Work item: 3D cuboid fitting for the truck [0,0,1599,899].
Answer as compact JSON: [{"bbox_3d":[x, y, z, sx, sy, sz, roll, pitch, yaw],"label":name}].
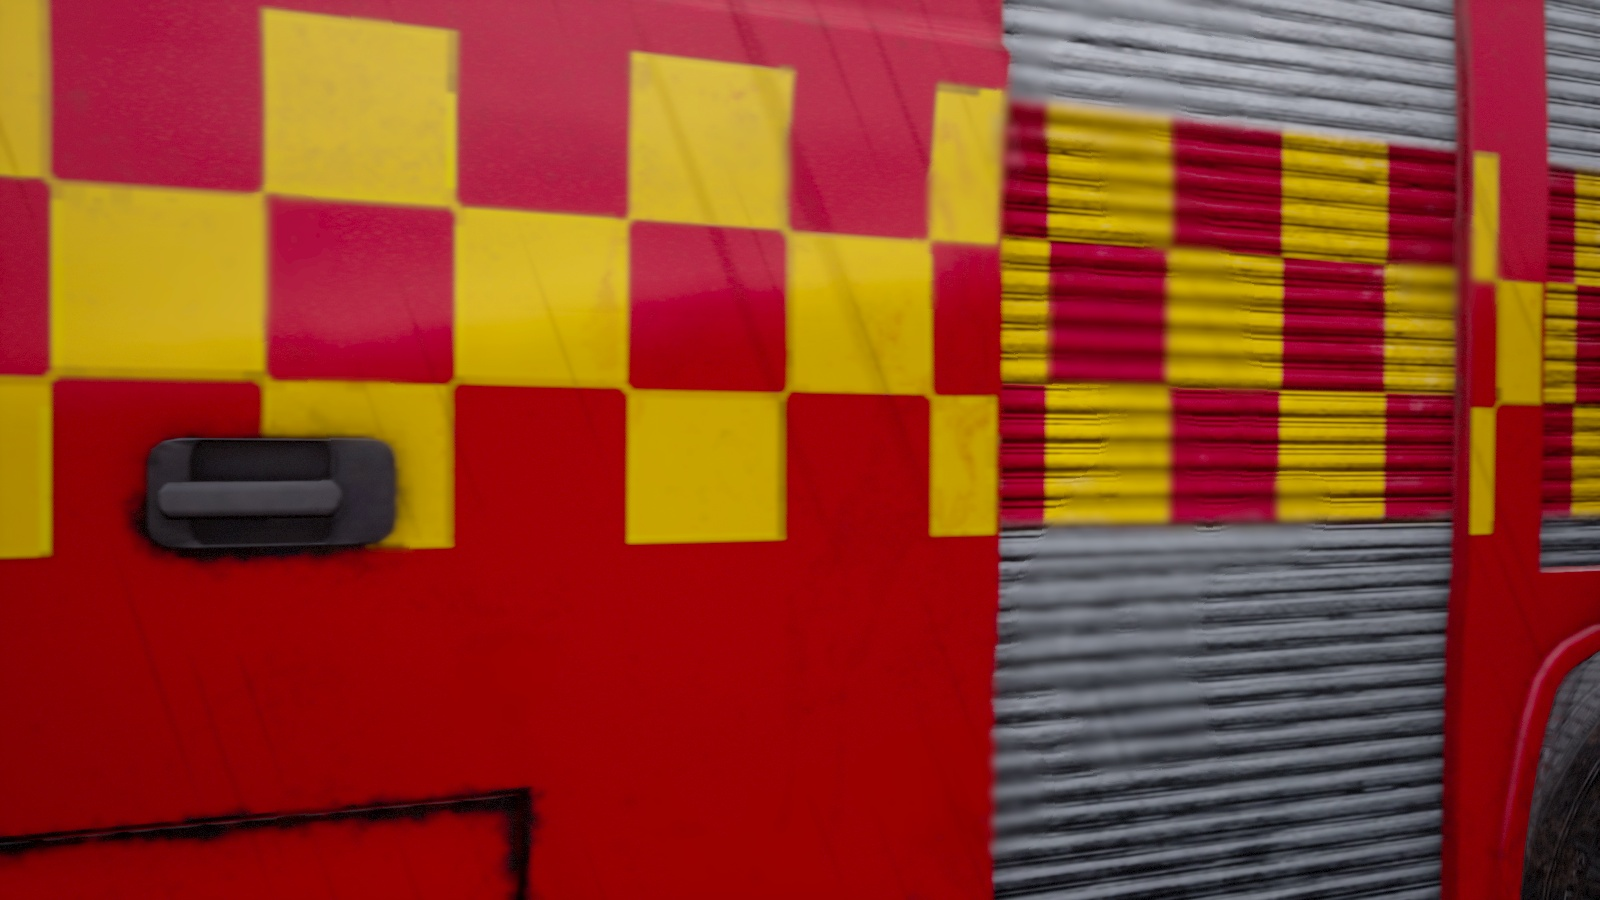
[{"bbox_3d":[-1.399,-0.381,2.694,8.468,3.827,2.891,-1,1,-21],"label":"truck"}]
